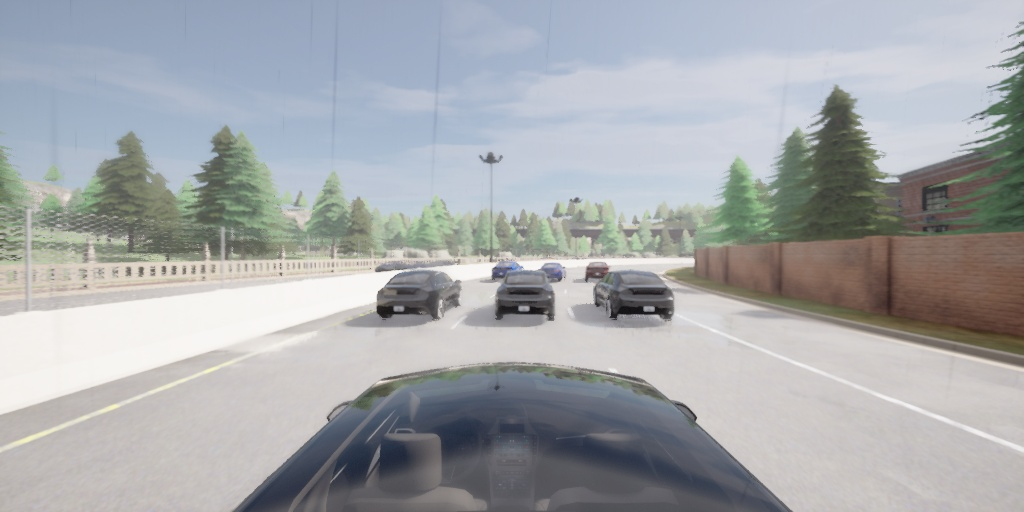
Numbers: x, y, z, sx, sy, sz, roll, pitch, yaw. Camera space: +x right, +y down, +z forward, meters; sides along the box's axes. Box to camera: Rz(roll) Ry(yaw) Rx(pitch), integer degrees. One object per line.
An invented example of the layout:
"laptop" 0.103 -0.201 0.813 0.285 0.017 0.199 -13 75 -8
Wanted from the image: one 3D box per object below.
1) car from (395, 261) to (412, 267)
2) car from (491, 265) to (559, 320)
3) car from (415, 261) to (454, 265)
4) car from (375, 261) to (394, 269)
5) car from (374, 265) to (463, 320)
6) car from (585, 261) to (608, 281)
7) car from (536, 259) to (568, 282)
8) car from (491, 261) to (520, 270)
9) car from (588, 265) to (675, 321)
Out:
"car" -9.419 1.229 35.710 1.994 1.385 4.181 0 0 17
"car" 0.522 1.228 12.526 1.837 1.490 4.892 0 0 4
"car" -6.661 1.177 32.728 1.837 1.490 4.892 0 0 16
"car" -12.491 1.224 37.610 1.994 1.385 4.181 0 0 17
"car" -2.991 1.228 12.476 1.837 1.490 4.892 0 0 4
"car" 6.977 1.161 28.918 1.882 1.535 5.008 0 0 15
"car" 3.234 1.210 28.506 1.812 1.442 4.674 0 0 14
"car" -0.206 1.160 29.133 1.882 1.535 5.008 0 0 14
"car" 4.020 1.228 12.441 1.837 1.490 4.892 0 0 4
